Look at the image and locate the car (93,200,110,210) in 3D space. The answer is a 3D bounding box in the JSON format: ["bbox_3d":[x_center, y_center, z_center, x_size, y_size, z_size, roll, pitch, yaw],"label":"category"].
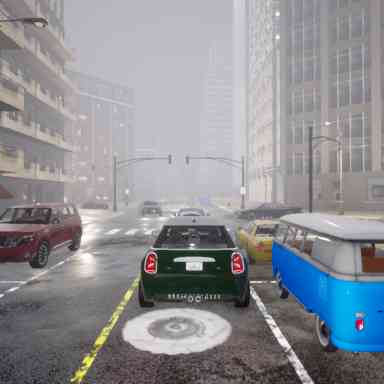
[{"bbox_3d":[-12.697,1.698,43.714,4.181,1.385,1.994,-1,-1,40],"label":"car"}]

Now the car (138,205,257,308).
[{"bbox_3d":[0.050,1.355,8.098,2.097,1.767,4.553,0,0,0],"label":"car"}]

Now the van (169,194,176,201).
[{"bbox_3d":[-5.475,1.541,93.709,1.690,1.788,3.998,0,0,0],"label":"van"}]

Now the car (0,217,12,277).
[{"bbox_3d":[-5.320,1.442,5.858,1.967,1.590,4.097,0,0,0],"label":"car"}]

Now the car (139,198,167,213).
[{"bbox_3d":[-4.008,1.534,31.760,1.837,1.490,4.892,0,0,-15],"label":"car"}]

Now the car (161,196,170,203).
[{"bbox_3d":[-5.416,1.612,60.225,1.752,1.417,4.829,0,0,0],"label":"car"}]

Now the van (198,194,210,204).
[{"bbox_3d":[2.464,1.429,60.409,1.690,1.788,3.998,0,0,0],"label":"van"}]

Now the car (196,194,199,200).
[{"bbox_3d":[2.424,1.703,82.618,1.887,1.381,4.507,0,0,0],"label":"car"}]

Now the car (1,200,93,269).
[{"bbox_3d":[-5.329,1.320,11.394,2.192,1.841,5.009,0,0,0],"label":"car"}]

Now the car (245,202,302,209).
[{"bbox_3d":[5.924,1.490,25.821,5.357,1.411,2.033,-1,0,-7],"label":"car"}]

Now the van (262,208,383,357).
[{"bbox_3d":[2.561,1.343,5.878,1.690,1.788,3.998,0,0,0],"label":"van"}]

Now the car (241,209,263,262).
[{"bbox_3d":[2.549,1.531,11.584,1.752,1.417,4.829,0,0,0],"label":"car"}]

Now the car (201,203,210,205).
[{"bbox_3d":[-0.030,1.536,17.141,1.812,1.442,4.674,0,0,0],"label":"car"}]

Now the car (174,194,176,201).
[{"bbox_3d":[-5.446,1.705,77.053,1.947,1.339,4.313,0,0,0],"label":"car"}]

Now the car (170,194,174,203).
[{"bbox_3d":[-5.436,1.561,71.501,1.967,1.590,4.097,0,0,0],"label":"car"}]
